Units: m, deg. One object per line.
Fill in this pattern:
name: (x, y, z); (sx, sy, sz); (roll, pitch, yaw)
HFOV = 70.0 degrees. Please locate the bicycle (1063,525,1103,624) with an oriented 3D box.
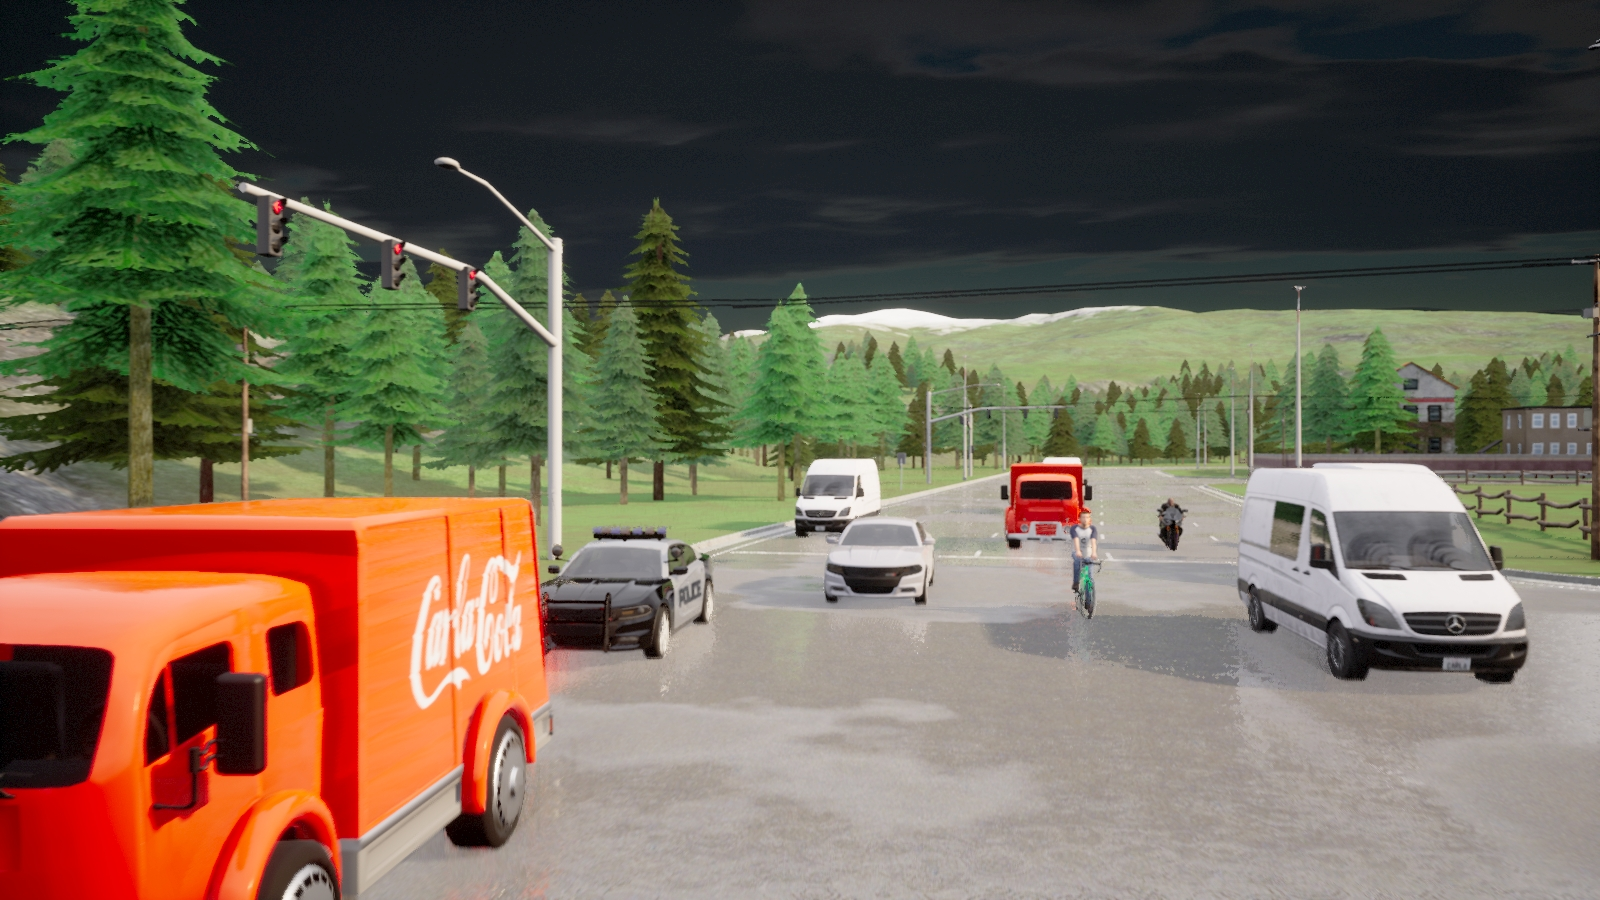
bicycle: (4.836, 2.093, 19.566); (0.373, 1.496, 1.643); (2, 0, 5)

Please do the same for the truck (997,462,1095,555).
truck: (7.322, 1.628, 33.938); (2.627, 2.467, 5.204); (0, 0, 13)

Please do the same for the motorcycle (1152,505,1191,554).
motorcycle: (10.708, 2.266, 33.025); (0.867, 1.251, 2.209); (0, 0, 13)

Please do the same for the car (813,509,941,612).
car: (1.651, 2.076, 22.606); (2.097, 1.535, 5.006); (0, 0, 9)

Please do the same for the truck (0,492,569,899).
truck: (-3.366, 1.583, 6.984); (2.627, 2.467, 5.204); (0, 0, 3)

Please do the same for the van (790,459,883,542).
van: (1.349, 1.604, 39.023); (1.988, 2.561, 5.915); (0, 0, 14)

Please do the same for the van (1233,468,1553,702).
van: (7.834, 1.566, 15.924); (1.988, 2.561, 5.915); (0, 0, 7)

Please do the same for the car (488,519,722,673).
car: (-2.687, 2.014, 17.242); (2.097, 1.638, 5.238); (0, 0, 7)
